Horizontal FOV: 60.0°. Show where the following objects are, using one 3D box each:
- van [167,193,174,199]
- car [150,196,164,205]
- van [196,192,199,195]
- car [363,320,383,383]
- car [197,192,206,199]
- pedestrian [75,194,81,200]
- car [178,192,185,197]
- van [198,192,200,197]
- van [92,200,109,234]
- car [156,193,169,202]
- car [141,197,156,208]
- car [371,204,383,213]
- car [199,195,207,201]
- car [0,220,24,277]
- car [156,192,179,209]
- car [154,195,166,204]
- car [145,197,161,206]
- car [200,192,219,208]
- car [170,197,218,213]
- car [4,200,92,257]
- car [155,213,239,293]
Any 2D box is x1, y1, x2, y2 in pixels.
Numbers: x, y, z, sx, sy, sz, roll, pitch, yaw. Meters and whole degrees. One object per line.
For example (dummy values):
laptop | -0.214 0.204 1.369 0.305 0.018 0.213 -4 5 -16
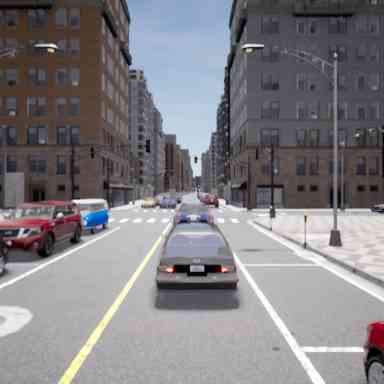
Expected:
van | -5.969 1.087 90.954 1.690 1.788 3.998 0 0 0
car | -5.927 1.394 56.855 1.752 1.417 4.829 0 0 0
van | 2.564 1.108 85.294 1.690 1.788 3.998 0 0 0
car | 2.666 1.543 1.764 1.887 1.381 4.507 0 0 0
car | 2.556 1.061 90.950 2.192 1.841 5.009 0 0 0
pedestrian | -12.597 1.071 36.657 0.375 1.860 0.375 0 0 1
car | -3.087 1.075 58.773 2.150 2.045 5.566 0 1 5
van | 2.592 1.190 62.668 1.690 1.788 3.998 0 0 0
van | -5.881 1.326 18.699 1.690 1.788 3.998 0 0 0
car | -5.941 1.144 68.335 2.192 1.841 5.009 0 0 0
car | -5.913 1.432 45.545 1.752 1.417 4.829 0 0 0
car | 20.892 1.486 33.153 5.357 1.411 2.033 0 0 1
car | 2.570 1.370 79.639 1.802 1.307 4.206 0 0 0
car | -5.867 1.561 7.418 1.947 1.339 4.313 0 0 0
car | -3.151 1.264 44.297 2.097 1.767 4.553 0 0 0
car | -5.934 1.375 62.510 1.752 1.417 4.829 0 0 0
car | -5.920 1.453 51.371 1.947 1.339 4.313 0 0 0
car | 2.613 1.221 45.698 2.192 1.841 5.009 0 0 0
car | 0.071 1.337 18.468 2.097 1.767 4.553 0 0 0
car | -5.874 1.306 13.058 2.192 1.841 5.009 0 0 0
car | 0.091 1.541 8.995 2.033 1.411 5.357 0 0 0
